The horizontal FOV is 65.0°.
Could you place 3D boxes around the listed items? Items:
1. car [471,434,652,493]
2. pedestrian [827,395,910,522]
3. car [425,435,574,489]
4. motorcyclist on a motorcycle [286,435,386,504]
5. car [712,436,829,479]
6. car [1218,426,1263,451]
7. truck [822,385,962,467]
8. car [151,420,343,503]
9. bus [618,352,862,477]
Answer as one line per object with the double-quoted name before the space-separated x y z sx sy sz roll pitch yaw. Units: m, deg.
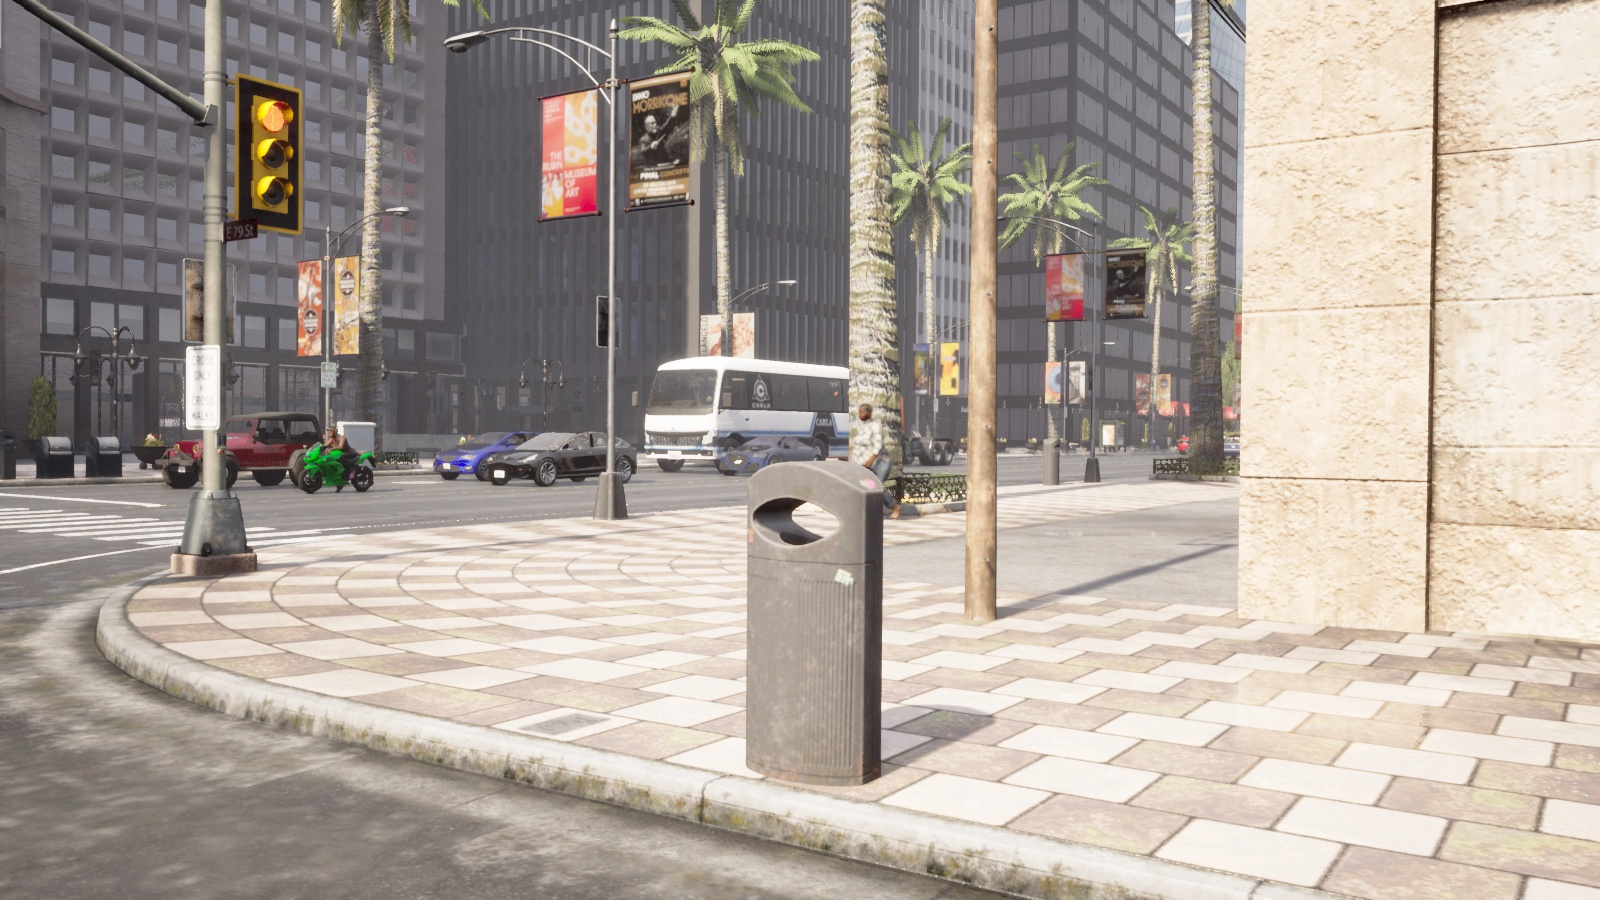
"car" -6.506 0.315 34.783 2.163 1.488 4.792 0 1 33
"pedestrian" 1.027 0.120 18.941 0.900 1.855 0.874 -1 1 -28
"car" -8.902 0.314 37.493 1.816 1.474 4.193 0 1 34
"motorcyclist on a motorcycle" -10.567 0.418 28.681 0.797 1.523 2.044 0 1 34
"car" -0.953 0.215 43.117 1.994 1.385 4.181 0 1 33
"car" 28.880 -0.755 82.250 1.851 1.617 3.988 0 1 33
"truck" 4.364 -1.074 57.412 2.891 3.462 7.936 0 1 33
"car" -13.428 0.230 30.680 1.905 1.878 3.866 0 1 34
"bus" -1.975 -1.281 47.871 3.944 4.253 10.273 0 1 34
